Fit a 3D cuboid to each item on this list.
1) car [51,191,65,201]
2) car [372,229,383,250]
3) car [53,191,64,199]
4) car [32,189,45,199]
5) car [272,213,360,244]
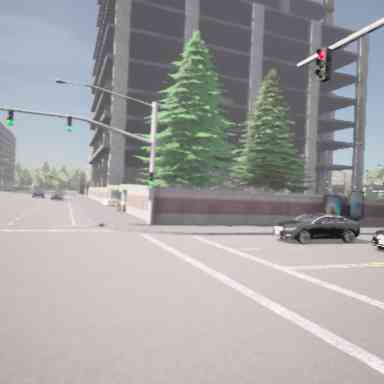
[{"bbox_3d":[-22.458,0.795,55.541,1.895,1.301,4.718,3,0,-21],"label":"car"},{"bbox_3d":[10.721,2.050,15.529,4.902,1.511,2.128,3,0,-20],"label":"car"},{"bbox_3d":[-25.996,0.570,64.833,1.837,1.490,4.892,3,0,-21],"label":"car"},{"bbox_3d":[-29.232,0.281,63.522,2.097,1.767,4.553,3,0,-21],"label":"car"},{"bbox_3d":[6.633,1.880,17.738,4.902,1.511,2.128,3,0,-20],"label":"car"}]
